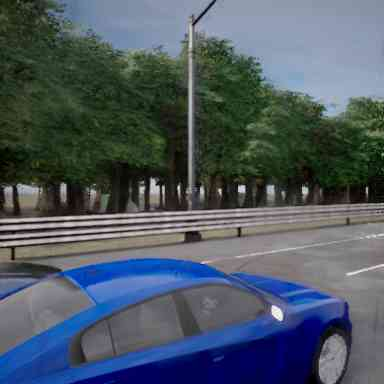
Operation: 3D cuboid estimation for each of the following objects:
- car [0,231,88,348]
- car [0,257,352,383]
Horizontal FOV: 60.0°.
[{"bbox_3d":[-4.504,1.547,4.829,5.357,1.411,2.033,0,0,-35],"label":"car"},{"bbox_3d":[-0.256,1.478,3.562,5.008,1.535,1.882,0,0,-36],"label":"car"}]
